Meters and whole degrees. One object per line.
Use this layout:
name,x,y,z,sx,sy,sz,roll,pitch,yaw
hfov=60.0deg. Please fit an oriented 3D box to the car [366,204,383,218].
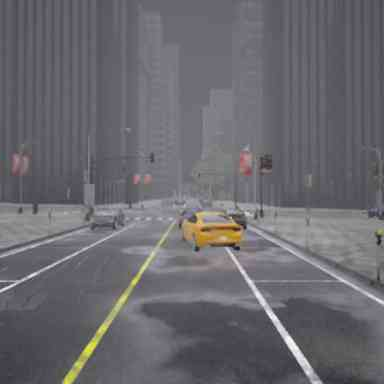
car,22.926,2.217,38.495,4.553,1.767,2.097,1,-1,0

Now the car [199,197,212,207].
car,2.960,2.277,65.298,2.008,1.369,4.403,0,-1,1

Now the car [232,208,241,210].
car,2.767,1.805,23.118,2.008,1.369,4.403,0,-1,0

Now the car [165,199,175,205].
car,-5.413,2.482,81.910,1.947,1.339,4.313,0,-1,1

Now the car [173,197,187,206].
car,-2.725,2.303,73.915,1.882,1.535,5.008,0,-1,1

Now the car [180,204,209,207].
car,0.055,1.826,23.809,1.994,1.385,4.181,0,-1,0

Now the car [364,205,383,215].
car,27.859,2.612,48.430,4.674,1.442,1.812,1,-1,0

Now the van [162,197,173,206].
van,-5.514,2.132,70.889,1.690,1.788,3.998,0,-1,1

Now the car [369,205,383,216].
car,27.012,2.533,45.189,4.892,1.490,1.837,1,-1,0

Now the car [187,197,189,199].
car,-2.575,2.530,90.313,2.128,1.511,4.902,0,-1,1

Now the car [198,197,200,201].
car,3.061,2.403,76.323,2.008,1.369,4.403,0,-1,1

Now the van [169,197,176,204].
van,-5.312,2.383,92.937,1.690,1.788,3.998,0,-1,1

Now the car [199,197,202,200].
car,3.012,2.317,70.980,1.752,1.417,4.829,0,-1,1

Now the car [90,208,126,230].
car,-5.758,1.805,23.122,2.008,1.369,4.403,0,-1,0

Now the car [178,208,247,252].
car,0.730,1.642,14.975,1.882,1.535,5.008,0,-1,-10
